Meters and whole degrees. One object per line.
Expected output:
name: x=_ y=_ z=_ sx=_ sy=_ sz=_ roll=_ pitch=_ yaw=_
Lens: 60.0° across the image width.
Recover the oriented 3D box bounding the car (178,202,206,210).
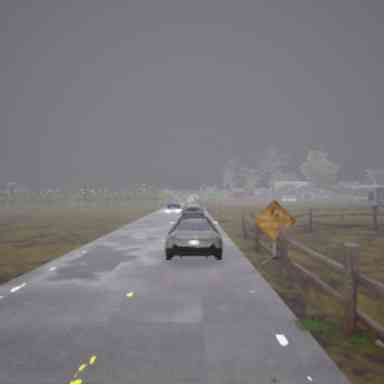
car: x=0.084 y=1.610 z=27.828 sx=1.837 sy=1.490 sz=4.892 roll=0 pitch=0 yaw=0

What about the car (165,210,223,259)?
car: x=0.077 y=1.598 z=12.683 sx=1.994 sy=1.385 sz=4.181 roll=0 pitch=0 yaw=0

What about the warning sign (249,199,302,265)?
warning sign: x=2.457 y=1.138 z=9.957 sx=1.300 sy=1.860 sz=1.060 roll=0 pitch=0 yaw=0

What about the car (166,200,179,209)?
car: x=-2.803 y=1.899 z=50.335 sx=1.895 sy=1.301 sz=4.718 roll=0 pitch=-1 yaw=0
